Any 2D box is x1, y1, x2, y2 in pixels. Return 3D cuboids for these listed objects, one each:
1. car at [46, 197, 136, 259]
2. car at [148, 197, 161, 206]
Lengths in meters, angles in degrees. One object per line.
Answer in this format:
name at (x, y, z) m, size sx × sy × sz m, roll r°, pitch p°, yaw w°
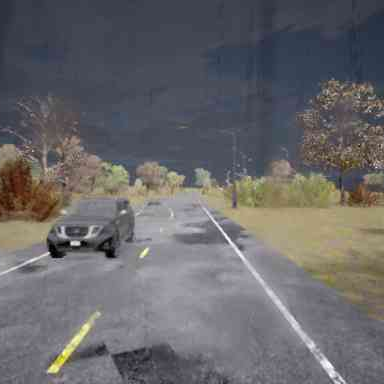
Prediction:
car at (-3.611, 1.226, 13.042) m, size 2.150 × 2.045 × 5.566 m, roll 0°, pitch 0°, yaw 0°
car at (-6.159, 1.533, 54.676) m, size 1.994 × 1.385 × 4.181 m, roll 0°, pitch 0°, yaw -6°
